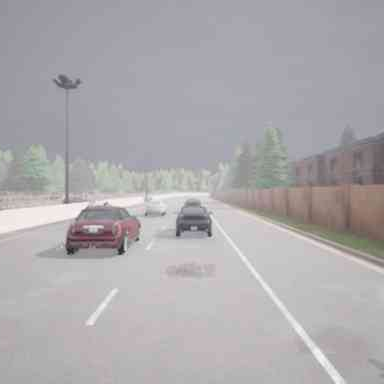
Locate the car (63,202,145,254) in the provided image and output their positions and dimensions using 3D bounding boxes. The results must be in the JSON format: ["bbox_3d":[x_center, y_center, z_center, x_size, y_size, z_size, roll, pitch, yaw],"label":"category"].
[{"bbox_3d":[-3.402,1.343,13.600,2.097,1.767,4.553,0,0,0],"label":"car"}]

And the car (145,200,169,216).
[{"bbox_3d":[-3.419,1.504,32.466,1.812,1.442,4.674,0,0,0],"label":"car"}]

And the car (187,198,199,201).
[{"bbox_3d":[0.088,1.481,36.461,1.837,1.490,4.892,0,0,0],"label":"car"}]

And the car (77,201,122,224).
[{"bbox_3d":[-6.904,1.474,25.465,2.128,1.511,4.902,0,0,0],"label":"car"}]

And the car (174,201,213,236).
[{"bbox_3d":[0.094,1.493,18.433,1.837,1.490,4.892,0,0,0],"label":"car"}]

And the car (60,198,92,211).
[{"bbox_3d":[-14.053,1.520,40.760,2.033,1.411,5.357,0,0,1],"label":"car"}]
